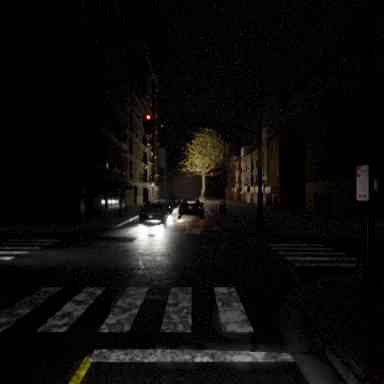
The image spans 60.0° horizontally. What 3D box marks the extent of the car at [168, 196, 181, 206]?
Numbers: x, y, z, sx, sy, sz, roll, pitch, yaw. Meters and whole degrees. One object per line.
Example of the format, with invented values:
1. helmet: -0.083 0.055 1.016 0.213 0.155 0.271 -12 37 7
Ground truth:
1. car: -2.877 1.474 54.465 1.837 1.490 4.892 0 0 0

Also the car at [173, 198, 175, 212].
1. car: -2.929 1.577 34.955 1.895 1.301 4.718 0 0 0

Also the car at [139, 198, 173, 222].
1. car: -2.905 1.475 25.744 2.128 1.511 4.902 0 0 0

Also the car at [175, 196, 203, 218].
1. car: -0.067 1.332 29.528 2.097 1.767 4.553 0 0 1

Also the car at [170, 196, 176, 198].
1. car: -2.919 1.536 44.141 1.994 1.385 4.181 0 0 0
